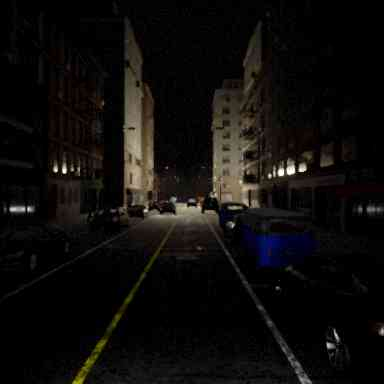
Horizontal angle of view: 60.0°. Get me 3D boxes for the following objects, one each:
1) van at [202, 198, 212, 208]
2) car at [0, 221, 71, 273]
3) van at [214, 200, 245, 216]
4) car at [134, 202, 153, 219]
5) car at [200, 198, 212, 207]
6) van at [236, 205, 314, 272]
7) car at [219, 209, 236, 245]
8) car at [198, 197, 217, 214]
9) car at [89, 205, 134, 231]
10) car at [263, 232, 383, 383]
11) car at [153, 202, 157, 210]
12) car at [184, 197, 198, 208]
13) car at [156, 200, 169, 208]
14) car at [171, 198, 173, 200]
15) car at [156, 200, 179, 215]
[{"bbox_3d":[2.654,2.018,60.525,1.690,1.788,3.998,0,-1,0],"label":"van"},{"bbox_3d":[-5.385,1.669,10.930,2.008,1.369,4.403,0,-1,0],"label":"car"},{"bbox_3d":[2.643,1.581,21.951,1.690,1.788,3.998,0,-1,0],"label":"van"},{"bbox_3d":[-5.379,1.916,32.971,2.008,1.369,4.403,0,-1,0],"label":"car"},{"bbox_3d":[2.656,2.054,66.036,2.192,1.841,5.009,0,-1,0],"label":"car"},{"bbox_3d":[2.640,1.459,10.930,1.690,1.788,3.998,0,-1,0],"label":"van"},{"bbox_3d":[2.642,1.728,16.438,2.008,1.369,4.403,0,-1,0],"label":"car"},{"bbox_3d":[2.281,1.706,42.884,2.150,2.045,5.566,0,-1,0],"label":"car"},{"bbox_3d":[-5.382,1.680,21.952,1.967,1.590,4.097,0,-1,0],"label":"car"},{"bbox_3d":[2.639,1.624,5.417,1.947,1.339,4.313,0,-1,0],"label":"car"},{"bbox_3d":[-5.374,2.135,49.503,1.802,1.307,4.206,0,-1,0],"label":"car"},{"bbox_3d":[0.034,2.195,62.861,2.128,1.511,4.902,0,-1,0],"label":"car"},{"bbox_3d":[-5.371,2.222,60.525,1.887,1.381,4.507,0,-1,0],"label":"car"},{"bbox_3d":[-5.369,2.305,66.035,1.947,1.339,4.313,0,-1,0],"label":"car"},{"bbox_3d":[-2.831,1.967,39.676,1.812,1.442,4.674,0,-1,0],"label":"car"}]
